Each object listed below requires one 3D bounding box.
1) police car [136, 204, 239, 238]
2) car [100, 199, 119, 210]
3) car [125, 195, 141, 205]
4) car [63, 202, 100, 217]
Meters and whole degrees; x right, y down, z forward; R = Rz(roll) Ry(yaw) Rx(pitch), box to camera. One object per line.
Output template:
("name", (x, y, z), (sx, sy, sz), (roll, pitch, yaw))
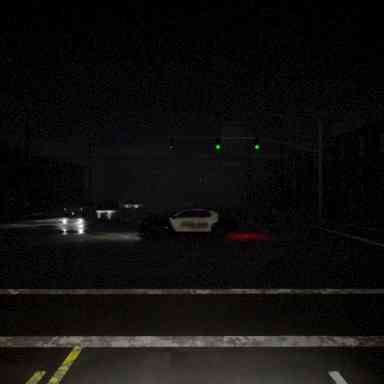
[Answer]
("police car", (-0.192, 1.504, 16.993), (4.974, 1.542, 2.038), (0, 0, 0))
("car", (-10.588, 1.547, 42.226), (2.033, 1.411, 5.357), (0, 0, 0))
("car", (-10.530, 1.351, 59.317), (2.097, 1.767, 4.553), (0, 0, 0))
("car", (-10.583, 1.601, 31.738), (1.895, 1.301, 4.718), (0, 0, 0))
